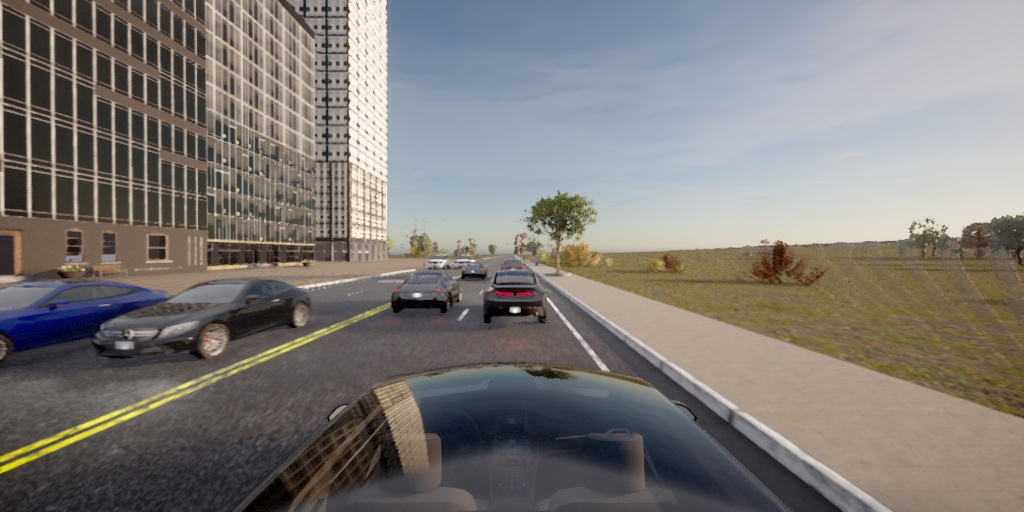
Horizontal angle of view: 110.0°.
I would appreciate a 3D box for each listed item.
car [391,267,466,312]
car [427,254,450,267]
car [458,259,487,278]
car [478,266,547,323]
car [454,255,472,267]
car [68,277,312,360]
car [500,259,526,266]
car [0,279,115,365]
[{"bbox_3d":[-3.149,1.272,13.896,1.994,1.385,4.181,0,0,0],"label":"car"},{"bbox_3d":[-9.829,0.816,48.470,2.150,2.045,5.566,0,0,0],"label":"car"},{"bbox_3d":[-3.149,1.216,30.878,1.994,1.385,4.181,0,0,0],"label":"car"},{"bbox_3d":[0.099,1.218,11.937,1.837,1.490,4.892,0,-1,0],"label":"car"},{"bbox_3d":[-6.580,0.813,49.303,2.150,2.045,5.566,0,0,0],"label":"car"},{"bbox_3d":[-6.601,1.254,8.433,1.812,1.442,4.674,0,0,0],"label":"car"},{"bbox_3d":[0.101,1.010,29.949,2.097,1.767,4.553,0,0,0],"label":"car"},{"bbox_3d":[-9.850,1.257,7.641,1.812,1.442,4.674,0,0,0],"label":"car"}]
